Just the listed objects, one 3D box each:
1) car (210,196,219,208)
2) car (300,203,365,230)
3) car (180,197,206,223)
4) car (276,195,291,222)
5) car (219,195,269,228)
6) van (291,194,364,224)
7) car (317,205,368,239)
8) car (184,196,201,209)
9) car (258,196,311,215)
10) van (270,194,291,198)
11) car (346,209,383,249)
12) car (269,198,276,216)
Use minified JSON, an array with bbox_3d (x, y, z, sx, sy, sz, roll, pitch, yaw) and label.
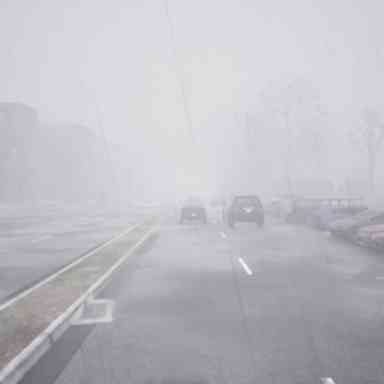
[{"bbox_3d":[3.338,1.227,42.183,2.128,1.511,4.902,0,1,0],"label":"car"},{"bbox_3d":[8.813,1.517,18.254,4.792,1.488,2.163,0,0,0],"label":"car"},{"bbox_3d":[0.090,1.445,25.654,1.882,1.535,5.008,0,0,0],"label":"car"},{"bbox_3d":[8.751,1.335,23.891,4.553,1.767,2.185,0,0,0],"label":"car"},{"bbox_3d":[3.344,1.211,22.384,2.150,2.045,5.566,0,0,0],"label":"car"},{"bbox_3d":[8.899,1.251,21.006,4.442,1.987,1.878,0,0,0],"label":"van"},{"bbox_3d":[8.755,1.528,15.502,4.792,1.488,2.163,0,0,0],"label":"car"},{"bbox_3d":[0.089,1.301,42.113,1.994,1.385,4.181,0,1,0],"label":"car"},{"bbox_3d":[8.810,1.259,32.029,4.553,1.767,2.185,0,1,0],"label":"car"},{"bbox_3d":[8.664,1.191,29.275,4.442,1.987,1.878,0,1,0],"label":"van"},{"bbox_3d":[8.787,1.542,12.744,4.674,1.452,2.002,0,0,0],"label":"car"},{"bbox_3d":[8.776,1.442,26.519,4.892,1.521,2.231,0,0,0],"label":"car"}]
